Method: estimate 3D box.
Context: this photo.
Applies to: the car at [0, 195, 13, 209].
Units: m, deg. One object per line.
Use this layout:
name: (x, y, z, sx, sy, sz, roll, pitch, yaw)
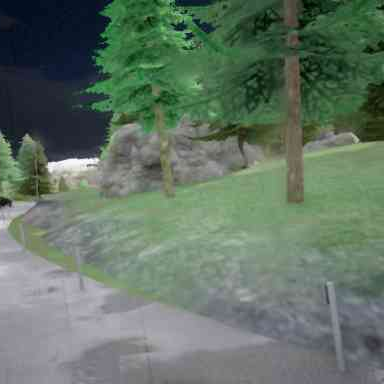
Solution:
car: (-21.642, 1.086, 36.897, 1.812, 1.442, 4.674, -3, 3, -6)
